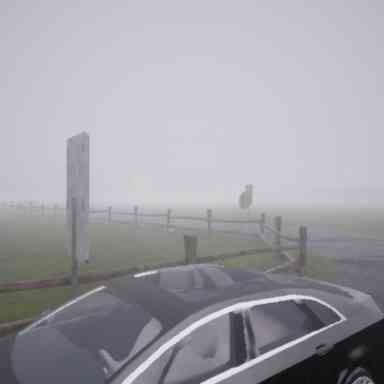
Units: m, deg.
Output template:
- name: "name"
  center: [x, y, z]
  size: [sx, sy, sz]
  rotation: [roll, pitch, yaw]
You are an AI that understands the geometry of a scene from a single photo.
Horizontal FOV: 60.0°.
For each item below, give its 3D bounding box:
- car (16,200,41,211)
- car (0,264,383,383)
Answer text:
- name: "car"
  center: [-23.356, 1.883, 47.439]
  size: [2.097, 1.767, 4.553]
  rotation: [0, -1, -44]
- name: "car"
  center: [-0.229, 1.492, 2.770]
  size: [4.902, 1.511, 2.128]
  rotation: [0, 0, -35]
